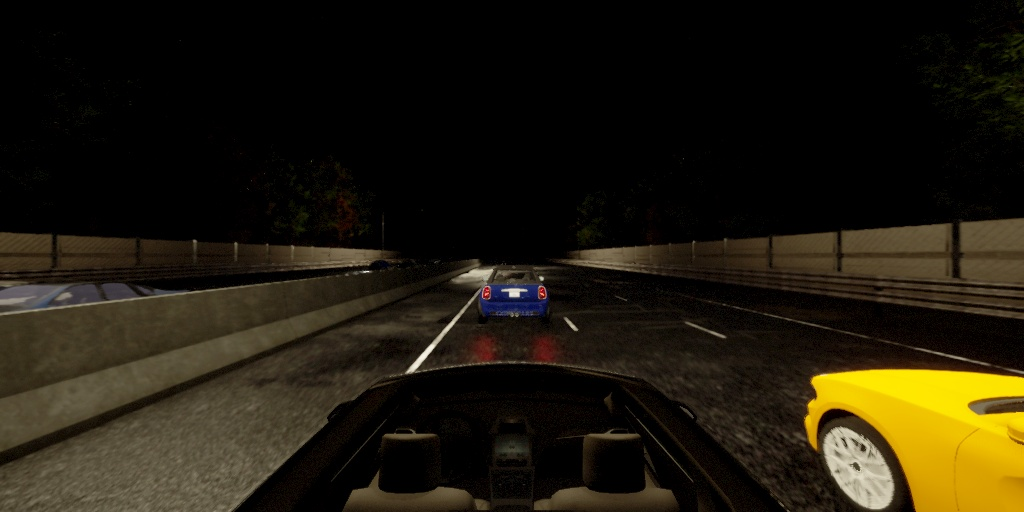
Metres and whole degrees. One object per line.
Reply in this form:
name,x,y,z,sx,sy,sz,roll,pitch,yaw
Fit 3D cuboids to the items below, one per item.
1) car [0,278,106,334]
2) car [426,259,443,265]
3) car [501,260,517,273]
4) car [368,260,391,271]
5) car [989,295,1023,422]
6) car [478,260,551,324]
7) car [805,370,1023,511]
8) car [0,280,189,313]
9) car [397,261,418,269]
car,-14.125,1.356,9.282,1.895,1.301,4.718,0,0,0
car,-11.305,1.259,52.263,2.128,1.511,4.902,0,0,-1
car,-0.431,1.272,44.256,1.837,1.490,4.892,0,0,-1
car,-18.244,1.291,49.490,1.812,1.442,4.674,0,0,-1
car,7.092,1.254,2.191,1.837,1.490,4.892,0,0,0
car,0.056,1.106,12.191,2.097,1.767,4.553,0,0,0
car,3.593,1.227,1.179,1.882,1.535,5.008,0,0,0
car,-10.619,1.302,8.527,2.033,1.411,5.357,0,0,0
car,-14.772,1.367,50.914,1.895,1.301,4.718,0,0,-1
